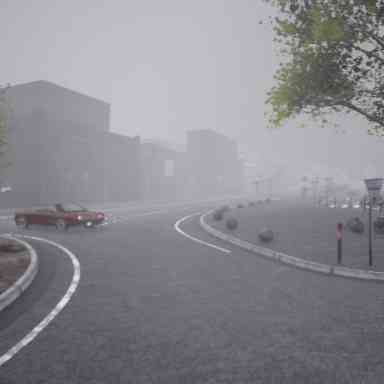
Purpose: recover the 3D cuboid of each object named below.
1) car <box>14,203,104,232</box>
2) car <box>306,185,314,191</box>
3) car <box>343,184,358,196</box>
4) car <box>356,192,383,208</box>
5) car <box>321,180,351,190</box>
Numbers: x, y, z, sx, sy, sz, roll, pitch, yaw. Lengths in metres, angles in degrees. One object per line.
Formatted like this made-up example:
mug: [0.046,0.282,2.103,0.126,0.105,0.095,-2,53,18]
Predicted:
car: [-6.797,1.216,16.773,4.718,1.301,1.895,0,-1,29]
car: [29.546,-1.030,83.241,1.812,1.442,4.674,1,3,29]
car: [29.247,-0.156,60.725,1.882,1.535,5.008,1,3,29]
car: [19.634,0.998,36.529,1.895,1.301,4.718,1,2,20]
car: [36.339,-1.409,83.773,5.566,2.045,2.435,1,3,28]
